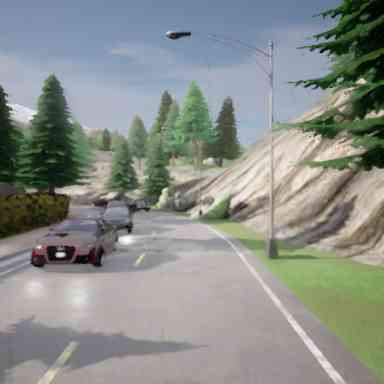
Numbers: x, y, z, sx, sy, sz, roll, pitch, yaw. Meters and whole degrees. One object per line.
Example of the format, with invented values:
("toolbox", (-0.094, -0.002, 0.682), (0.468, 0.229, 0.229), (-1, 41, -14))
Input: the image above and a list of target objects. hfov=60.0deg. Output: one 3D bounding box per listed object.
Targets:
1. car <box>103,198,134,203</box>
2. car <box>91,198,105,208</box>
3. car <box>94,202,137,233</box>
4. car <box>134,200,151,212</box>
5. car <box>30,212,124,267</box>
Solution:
("car", (-6.660, 1.555, 29.735), (1.837, 1.490, 4.892), (0, 0, -18))
("car", (-12.745, 1.560, 48.414), (5.008, 1.535, 1.882), (0, 0, 42))
("car", (-4.444, 1.560, 19.925), (1.812, 1.442, 4.674), (0, 0, -8))
("car", (-6.515, 1.614, 39.543), (2.033, 1.411, 5.357), (0, 0, -27))
("car", (-3.777, 1.584, 11.372), (1.994, 1.385, 4.181), (0, 0, -2))
